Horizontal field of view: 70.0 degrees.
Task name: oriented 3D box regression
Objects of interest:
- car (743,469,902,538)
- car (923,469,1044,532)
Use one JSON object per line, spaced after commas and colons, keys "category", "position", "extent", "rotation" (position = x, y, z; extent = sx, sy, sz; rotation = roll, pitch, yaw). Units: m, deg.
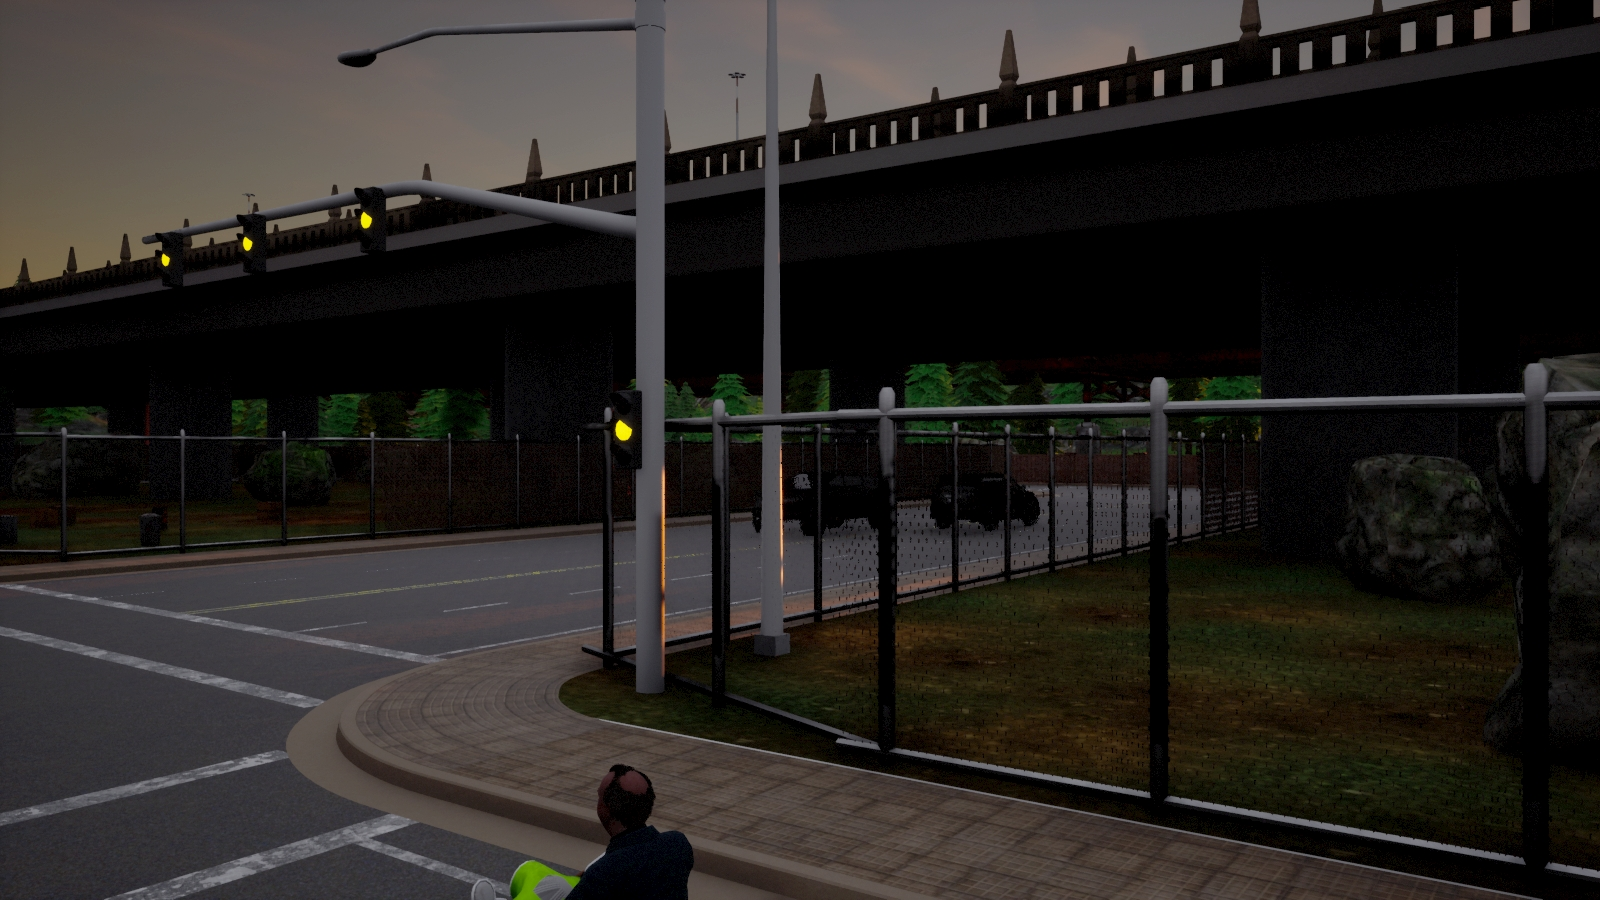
{"category": "car", "position": [0.910, 1.753, 39.513], "extent": [2.390, 2.098, 6.274], "rotation": [0, 0, 35]}
{"category": "car", "position": [6.799, 1.779, 41.779], "extent": [2.150, 2.045, 5.566], "rotation": [0, 0, 35]}
